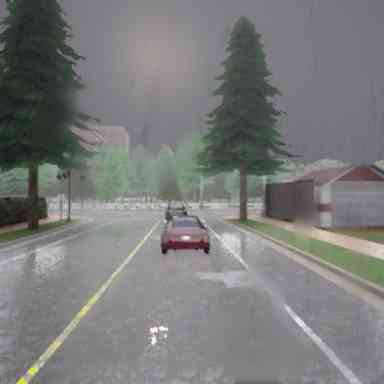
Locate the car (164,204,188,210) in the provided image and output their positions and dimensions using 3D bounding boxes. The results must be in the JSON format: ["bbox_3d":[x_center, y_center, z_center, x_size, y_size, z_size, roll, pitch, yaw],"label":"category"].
[{"bbox_3d":[-1.414,1.770,29.448,2.128,1.511,4.902,0,0,-5],"label":"car"}]

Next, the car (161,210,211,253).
[{"bbox_3d":[-0.314,1.701,14.432,1.994,1.385,4.181,0,0,-3],"label":"car"}]
